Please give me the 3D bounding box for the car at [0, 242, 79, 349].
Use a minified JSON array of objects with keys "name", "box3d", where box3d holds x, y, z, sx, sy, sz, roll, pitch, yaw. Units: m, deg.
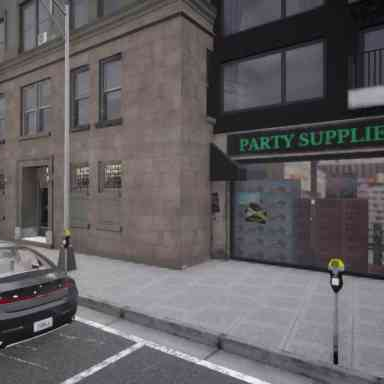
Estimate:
[{"name":"car","box3d":[-3.788,1.551,5.746,4.403,1.369,2.008,0,0,35]}]
